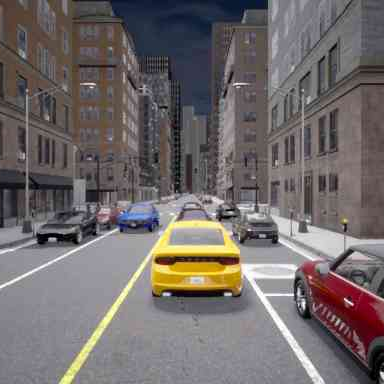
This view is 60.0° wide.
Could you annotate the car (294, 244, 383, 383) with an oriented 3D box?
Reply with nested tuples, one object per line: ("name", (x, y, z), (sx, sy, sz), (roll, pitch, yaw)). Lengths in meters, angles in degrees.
("car", (2.858, 1.440, 4.682), (1.967, 1.590, 4.097), (0, 0, 0))

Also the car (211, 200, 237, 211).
("car", (2.867, 1.569, 26.687), (1.947, 1.339, 4.313), (0, 0, 0))

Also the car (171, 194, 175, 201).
("car", (-5.582, 1.615, 74.611), (2.008, 1.369, 4.403), (0, 0, 0))

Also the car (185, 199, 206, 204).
("car", (0.011, 1.529, 26.416), (1.812, 1.442, 4.674), (0, 0, 2))

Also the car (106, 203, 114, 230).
("car", (-5.661, 1.584, 21.190), (1.802, 1.307, 4.206), (0, 0, 0))

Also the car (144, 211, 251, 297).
("car", (0.098, 1.478, 8.612), (1.882, 1.535, 5.008), (0, 0, 0))

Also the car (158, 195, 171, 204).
("car", (-5.607, 1.625, 63.794), (1.802, 1.307, 4.206), (0, 0, 0))

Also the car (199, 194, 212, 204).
("car", (2.917, 1.483, 63.778), (1.967, 1.590, 4.097), (0, 0, 0))

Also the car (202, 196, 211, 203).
("car", (2.930, 1.579, 69.357), (1.752, 1.417, 4.829), (0, 0, 0))

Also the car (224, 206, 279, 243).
("car", (2.862, 1.552, 15.685), (2.008, 1.369, 4.403), (0, 0, 0))

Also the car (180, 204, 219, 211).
("car", (0.114, 1.565, 17.605), (1.994, 1.385, 4.181), (0, 0, 0))

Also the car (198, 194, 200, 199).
("car", (2.942, 1.615, 74.595), (2.008, 1.369, 4.403), (0, 0, 0))

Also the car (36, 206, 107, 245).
("car", (-5.663, 1.567, 15.688), (1.947, 1.339, 4.313), (0, 0, 0))

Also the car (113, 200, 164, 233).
("car", (-3.059, 1.479, 20.054), (1.882, 1.535, 5.008), (0, 0, 0))

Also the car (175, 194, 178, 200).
("car", (-5.547, 1.637, 90.667), (1.752, 1.417, 4.829), (0, 0, 0))

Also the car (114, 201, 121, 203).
("car", (-5.658, 1.443, 26.691), (1.967, 1.590, 4.097), (0, 0, 0))
